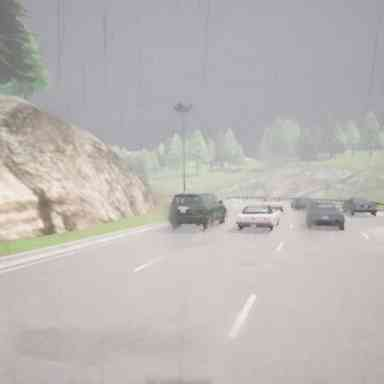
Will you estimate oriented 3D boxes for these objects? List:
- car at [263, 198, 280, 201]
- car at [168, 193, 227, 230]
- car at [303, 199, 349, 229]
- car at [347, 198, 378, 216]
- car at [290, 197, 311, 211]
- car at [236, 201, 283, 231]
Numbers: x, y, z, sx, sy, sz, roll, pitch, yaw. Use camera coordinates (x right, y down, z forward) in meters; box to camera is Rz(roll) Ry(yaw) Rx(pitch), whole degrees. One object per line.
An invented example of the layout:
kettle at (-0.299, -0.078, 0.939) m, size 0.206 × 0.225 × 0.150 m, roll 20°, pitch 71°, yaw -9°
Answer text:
car at (8.028, 1.256, 33.792) m, size 1.895 × 1.301 × 4.718 m, roll -1°, pitch 0°, yaw 8°
car at (0.479, 1.066, 19.931) m, size 2.150 × 2.045 × 5.566 m, roll 0°, pitch 1°, yaw 20°
car at (7.876, 1.328, 19.795) m, size 1.994 × 1.385 × 4.181 m, roll 0°, pitch 0°, yaw 20°
car at (14.072, 1.180, 28.186) m, size 2.033 × 1.411 × 5.357 m, roll 0°, pitch 0°, yaw 14°
car at (11.512, 1.175, 34.546) m, size 1.994 × 1.385 × 4.181 m, roll -1°, pitch 0°, yaw 6°
car at (3.939, 1.412, 19.194) m, size 1.895 × 1.301 × 4.718 m, roll 0°, pitch 0°, yaw 20°
